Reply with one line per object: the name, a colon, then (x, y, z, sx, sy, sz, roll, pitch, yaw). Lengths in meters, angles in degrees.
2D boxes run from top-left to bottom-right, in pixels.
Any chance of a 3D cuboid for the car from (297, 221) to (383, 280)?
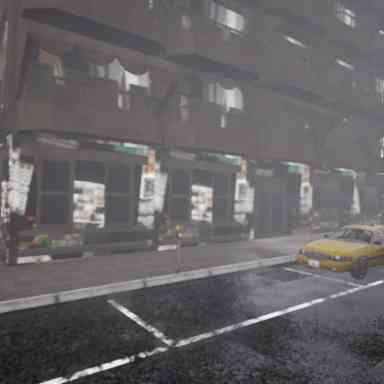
car: (5.229, 1.608, 10.289, 4.829, 1.417, 1.752, 1, 1, -36)
